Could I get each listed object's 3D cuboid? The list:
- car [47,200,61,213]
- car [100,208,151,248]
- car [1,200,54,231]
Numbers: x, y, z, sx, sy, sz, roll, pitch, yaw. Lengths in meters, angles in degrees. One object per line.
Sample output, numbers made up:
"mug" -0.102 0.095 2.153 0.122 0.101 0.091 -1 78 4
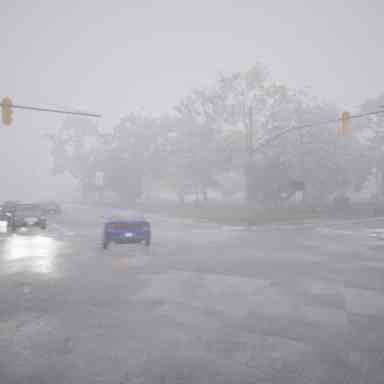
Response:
"car" -15.402 1.534 35.533 1.994 1.385 4.181 0 0 -33
"car" -3.079 1.471 14.979 1.882 1.535 5.008 1 0 -16
"car" -10.349 1.487 20.736 2.128 1.511 4.902 0 0 -33
